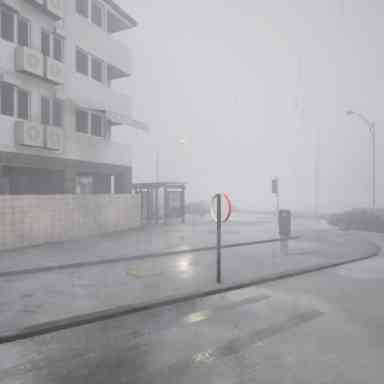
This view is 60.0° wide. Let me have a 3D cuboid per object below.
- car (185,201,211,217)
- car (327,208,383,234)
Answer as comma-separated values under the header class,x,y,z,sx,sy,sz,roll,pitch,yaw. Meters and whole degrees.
class,x,y,z,sx,sy,sz,roll,pitch,yaw
car,0.887,1.564,31.343,1.994,1.385,4.181,0,0,-35
car,9.799,1.547,17.722,2.033,1.411,5.357,0,0,-23
